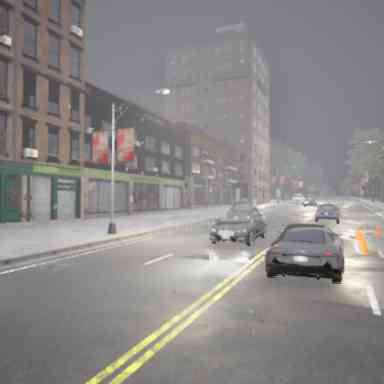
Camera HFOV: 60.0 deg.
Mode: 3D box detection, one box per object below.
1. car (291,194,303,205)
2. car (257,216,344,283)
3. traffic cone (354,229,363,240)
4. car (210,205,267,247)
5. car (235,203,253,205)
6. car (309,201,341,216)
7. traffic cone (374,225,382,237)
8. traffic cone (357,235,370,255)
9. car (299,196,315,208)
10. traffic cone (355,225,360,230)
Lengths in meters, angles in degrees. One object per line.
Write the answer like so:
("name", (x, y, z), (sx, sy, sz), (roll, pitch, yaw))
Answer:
("car", (21.262, 1.486, 66.619), (2.150, 2.045, 5.566), (-1, 0, 24))
("car", (3.517, 1.648, 10.130), (1.994, 1.385, 4.181), (-1, 0, 24))
("traffic cone", (7.345, 2.045, 14.405), (0.340, 0.580, 0.340), (-1, -1, 24))
("car", (2.375, 1.631, 16.081), (2.128, 1.511, 4.902), (-1, -1, 24))
("car", (4.390, 1.699, 28.680), (1.882, 1.535, 5.008), (-1, 0, 24))
("car", (11.085, 1.707, 27.264), (2.033, 1.411, 5.357), (-1, 0, 24))
("traffic cone", (9.876, 2.053, 17.660), (0.340, 0.580, 0.340), (-1, 0, 24))
("traffic cone", (6.536, 2.036, 12.576), (0.340, 0.580, 0.340), (-1, 0, 24))
("car", (19.144, 1.779, 53.914), (2.033, 1.411, 5.357), (-1, 0, 24))
("traffic cone", (8.153, 2.054, 16.234), (0.340, 0.580, 0.340), (-1, -1, 24))
